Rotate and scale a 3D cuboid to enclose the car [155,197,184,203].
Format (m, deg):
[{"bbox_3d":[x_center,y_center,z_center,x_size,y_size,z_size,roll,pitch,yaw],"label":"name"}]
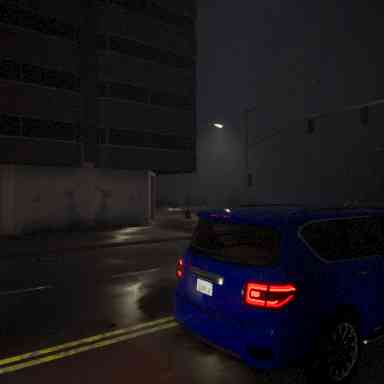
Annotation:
[{"bbox_3d":[-3.419,1.564,45.832,1.994,1.385,4.181,0,0,-36],"label":"car"}]

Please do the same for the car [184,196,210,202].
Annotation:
[{"bbox_3d":[0.188,1.352,53.043,2.097,1.767,4.553,0,0,-36],"label":"car"}]

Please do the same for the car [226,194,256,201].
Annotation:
[{"bbox_3d":[6.314,1.222,38.411,2.150,2.045,5.566,0,0,-36],"label":"car"}]

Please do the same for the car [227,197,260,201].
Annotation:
[{"bbox_3d":[6.218,1.547,32.612,2.033,1.411,5.357,0,0,-36],"label":"car"}]

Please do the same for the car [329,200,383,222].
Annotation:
[{"bbox_3d":[14.204,1.492,27.617,2.128,1.511,4.902,0,0,-36],"label":"car"}]

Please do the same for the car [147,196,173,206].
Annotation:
[{"bbox_3d":[-5.346,1.493,54.501,2.128,1.511,4.902,0,0,-36],"label":"car"}]

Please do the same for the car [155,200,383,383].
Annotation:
[{"bbox_3d":[2.348,1.221,5.483,5.566,2.045,2.150,0,0,-35],"label":"car"}]

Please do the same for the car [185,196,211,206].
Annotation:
[{"bbox_3d":[1.029,1.478,57.832,1.882,1.535,5.008,0,0,-36],"label":"car"}]
